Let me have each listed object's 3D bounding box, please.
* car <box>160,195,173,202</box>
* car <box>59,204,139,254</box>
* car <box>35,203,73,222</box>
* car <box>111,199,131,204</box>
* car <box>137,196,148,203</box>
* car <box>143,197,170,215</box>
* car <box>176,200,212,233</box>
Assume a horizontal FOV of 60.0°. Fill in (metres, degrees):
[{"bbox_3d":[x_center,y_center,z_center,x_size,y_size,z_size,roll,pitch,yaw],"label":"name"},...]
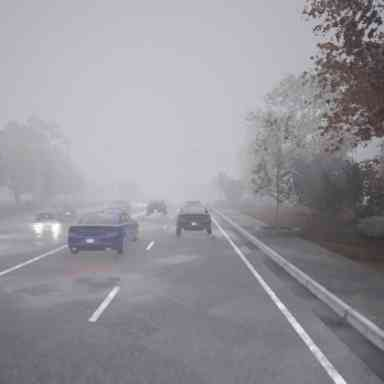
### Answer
[{"bbox_3d":[-5.582,1.399,73.940,2.128,1.511,4.902,0,0,5],"label":"car"},{"bbox_3d":[-3.407,1.478,13.598,1.882,1.535,5.008,0,0,0],"label":"car"},{"bbox_3d":[-10.587,1.564,26.123,1.994,1.385,4.181,0,0,0],"label":"car"},{"bbox_3d":[-7.077,1.504,32.764,1.837,1.490,4.892,0,0,0],"label":"car"},{"bbox_3d":[-9.698,1.478,67.007,2.128,1.511,4.902,0,0,4],"label":"car"},{"bbox_3d":[-3.386,1.505,33.398,1.837,1.490,4.892,0,0,0],"label":"car"},{"bbox_3d":[0.108,1.478,19.555,1.882,1.535,5.008,0,0,0],"label":"car"}]
